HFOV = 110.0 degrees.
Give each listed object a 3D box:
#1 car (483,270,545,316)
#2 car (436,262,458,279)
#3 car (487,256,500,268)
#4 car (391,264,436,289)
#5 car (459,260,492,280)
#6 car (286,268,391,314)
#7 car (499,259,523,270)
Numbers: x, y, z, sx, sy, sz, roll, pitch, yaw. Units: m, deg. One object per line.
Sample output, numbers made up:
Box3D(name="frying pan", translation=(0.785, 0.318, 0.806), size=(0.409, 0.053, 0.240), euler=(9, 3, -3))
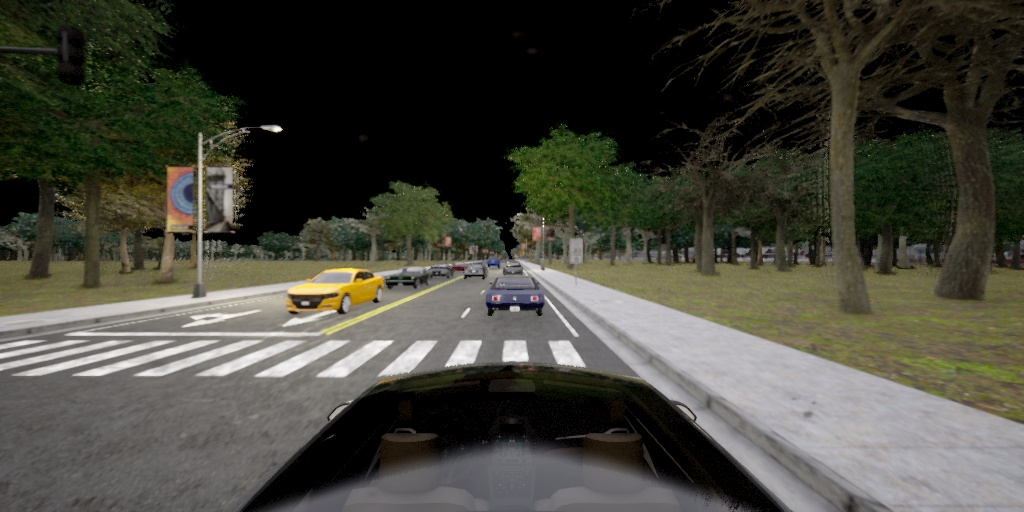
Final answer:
Box3D(name="car", translation=(0.098, 1.363, 13.444), size=(1.895, 1.301, 4.718), euler=(0, 0, 0))
Box3D(name="car", translation=(-6.562, 1.355, 33.422), size=(1.994, 1.385, 4.181), euler=(0, 0, 0))
Box3D(name="car", translation=(-3.149, 1.068, 61.368), size=(2.150, 2.045, 5.566), euler=(0, 0, -1))
Box3D(name="car", translation=(-6.591, 1.376, 23.364), size=(1.895, 1.301, 4.718), euler=(0, 0, 0))
Box3D(name="car", translation=(-3.156, 1.336, 32.087), size=(2.033, 1.411, 5.357), euler=(0, 0, 0))
Box3D(name="car", translation=(-6.600, 1.240, 13.958), size=(1.882, 1.535, 5.008), euler=(0, 0, 0))
Box3D(name="car", translation=(0.094, 1.285, 34.960), size=(2.128, 1.511, 4.902), euler=(0, 0, 0))
